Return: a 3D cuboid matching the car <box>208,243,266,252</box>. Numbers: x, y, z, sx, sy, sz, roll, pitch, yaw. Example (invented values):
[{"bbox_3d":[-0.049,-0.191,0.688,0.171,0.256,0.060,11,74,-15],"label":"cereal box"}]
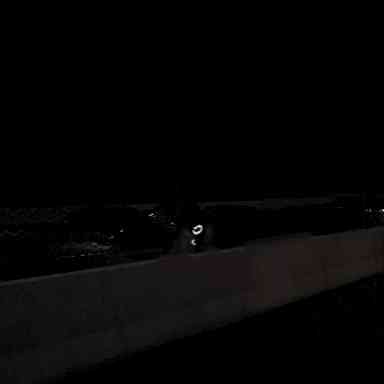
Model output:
[{"bbox_3d":[1.158,1.363,13.871,4.553,1.767,2.097,0,0,-39],"label":"car"}]
